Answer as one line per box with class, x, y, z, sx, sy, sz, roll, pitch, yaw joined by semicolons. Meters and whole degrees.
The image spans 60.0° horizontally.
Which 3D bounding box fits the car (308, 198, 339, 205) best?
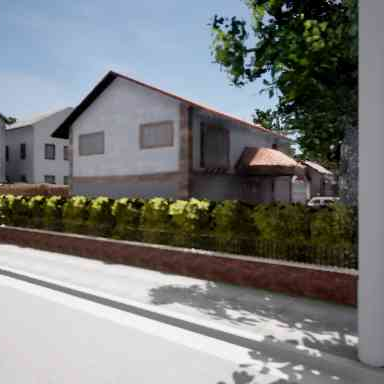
car;10.450;1.157;24.574;3.806;1.475;1.970;0;0;36
